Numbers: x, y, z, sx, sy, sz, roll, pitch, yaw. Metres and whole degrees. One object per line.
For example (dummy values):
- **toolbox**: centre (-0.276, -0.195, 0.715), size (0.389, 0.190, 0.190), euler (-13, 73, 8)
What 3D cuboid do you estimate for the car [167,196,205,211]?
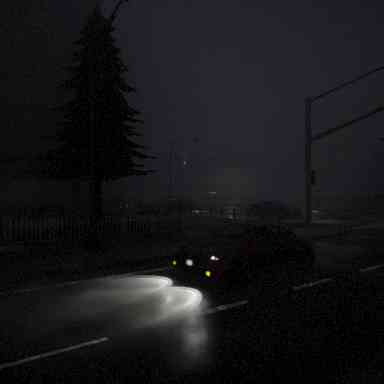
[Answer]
- **car**: centre (-0.819, 1.563, 40.774), size (1.994, 1.385, 4.181), euler (0, 0, -36)

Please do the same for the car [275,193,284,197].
- **car**: centre (19.210, 1.364, 79.725), size (1.784, 1.438, 3.905), euler (0, 0, -36)

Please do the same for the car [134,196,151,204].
- **car**: centre (-9.866, 1.564, 65.615), size (1.994, 1.385, 4.181), euler (0, 0, -36)

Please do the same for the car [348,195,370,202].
- **car**: centre (37.034, 1.364, 73.941), size (1.784, 1.438, 3.905), euler (0, 0, -36)

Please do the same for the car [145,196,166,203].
- **car**: centre (-7.536, 1.547, 68.216), size (2.033, 1.411, 5.357), euler (0, 0, -36)

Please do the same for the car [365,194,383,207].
- **car**: centre (26.528, 1.153, 44.983), size (1.932, 1.855, 4.605), euler (0, 0, -36)

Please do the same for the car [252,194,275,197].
- **car**: centre (16.855, 1.395, 78.041), size (1.970, 1.475, 3.806), euler (0, 0, -36)

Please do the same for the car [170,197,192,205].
- **car**: centre (-2.087, 1.564, 60.749), size (1.994, 1.385, 4.181), euler (0, 0, -35)

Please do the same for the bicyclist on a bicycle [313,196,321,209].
- **bicyclist on a bicycle**: centre (15.931, 1.302, 42.301), size (1.656, 1.620, 0.582), euler (0, 0, -36)

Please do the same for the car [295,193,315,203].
- **car**: centre (20.951, 1.395, 62.403), size (1.970, 1.475, 3.806), euler (0, 0, -36)

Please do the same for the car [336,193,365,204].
- **car**: centre (34.641, 1.153, 72.308), size (1.932, 1.855, 4.605), euler (0, 0, -36)

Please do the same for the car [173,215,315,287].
- **car**: centre (1.566, 1.564, 9.386), size (4.181, 1.385, 1.994), euler (0, 0, -35)

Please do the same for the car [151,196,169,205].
- **car**: centre (-4.679, 1.491, 58.437), size (2.128, 1.511, 4.902), euler (0, 0, -36)

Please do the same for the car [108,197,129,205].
- **car**: centre (-12.811, 1.555, 57.578), size (2.033, 1.411, 5.357), euler (0, 0, -36)

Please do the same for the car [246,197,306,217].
- **car**: centre (7.333, 1.478, 29.457), size (1.882, 1.535, 5.008), euler (0, 0, -36)

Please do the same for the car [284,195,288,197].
- **car**: centre (21.363, 1.153, 81.327), size (1.932, 1.855, 4.605), euler (0, 0, -36)
